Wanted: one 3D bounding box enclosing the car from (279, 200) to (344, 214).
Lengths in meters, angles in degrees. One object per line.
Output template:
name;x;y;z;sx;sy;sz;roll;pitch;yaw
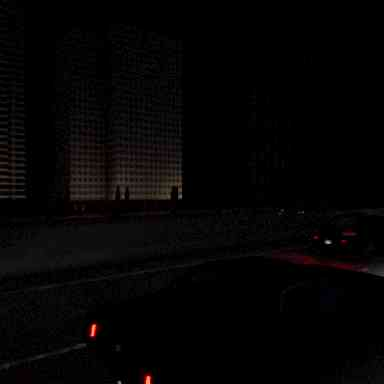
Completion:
car;7.868;1.341;22.496;4.553;1.767;2.097;0;0;-35

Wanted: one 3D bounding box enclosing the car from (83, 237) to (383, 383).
car;1.137;1.599;4.556;4.718;1.301;1.895;0;0;-36

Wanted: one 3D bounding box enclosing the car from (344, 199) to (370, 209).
car;14.049;1.531;31.202;5.357;1.411;2.033;0;0;-35

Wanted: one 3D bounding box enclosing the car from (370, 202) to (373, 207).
car;19.230;1.526;39.189;5.357;1.411;2.033;0;0;-35

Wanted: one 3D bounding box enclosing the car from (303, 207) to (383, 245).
car;6.523;1.519;12.694;4.674;1.442;1.812;0;0;-35
